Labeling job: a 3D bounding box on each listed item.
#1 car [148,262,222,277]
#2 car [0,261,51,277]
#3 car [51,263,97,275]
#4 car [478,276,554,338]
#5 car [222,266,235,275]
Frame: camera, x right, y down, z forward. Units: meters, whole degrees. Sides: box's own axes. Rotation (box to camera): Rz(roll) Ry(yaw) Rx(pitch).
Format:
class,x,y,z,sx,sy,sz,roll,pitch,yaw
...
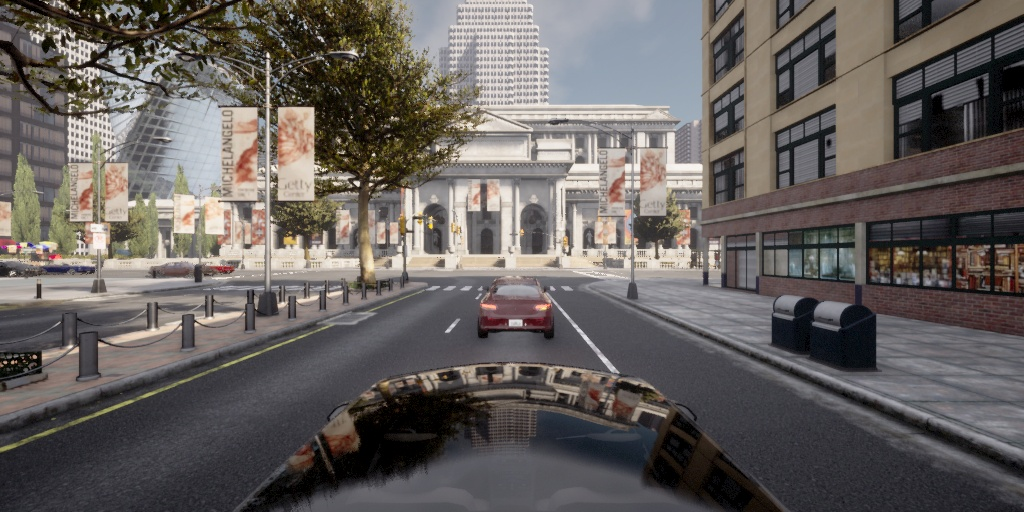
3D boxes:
class,x,y,z,sx,sy,sz,roll,pitch,yaw
car,-31.353,1.297,34.191,5.357,1.411,2.033,0,0,1
car,-47.958,1.257,34.281,4.892,1.490,1.837,-1,0,-1
car,-46.885,1.350,37.818,4.718,1.301,1.895,0,0,0
car,0.118,1.276,10.021,1.812,1.442,4.674,0,0,1
car,-31.996,1.351,37.699,4.718,1.301,1.895,0,0,1
